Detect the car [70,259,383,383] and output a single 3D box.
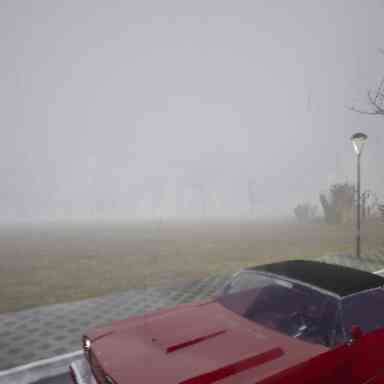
[{"bbox_3d":[1.159,1.597,3.884,4.718,1.301,1.895,0,0,-35],"label":"car"}]
